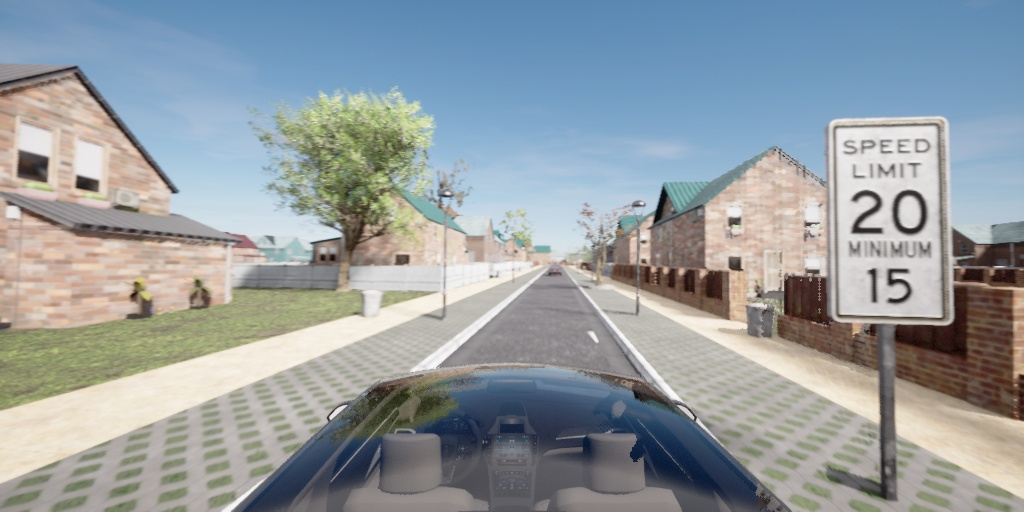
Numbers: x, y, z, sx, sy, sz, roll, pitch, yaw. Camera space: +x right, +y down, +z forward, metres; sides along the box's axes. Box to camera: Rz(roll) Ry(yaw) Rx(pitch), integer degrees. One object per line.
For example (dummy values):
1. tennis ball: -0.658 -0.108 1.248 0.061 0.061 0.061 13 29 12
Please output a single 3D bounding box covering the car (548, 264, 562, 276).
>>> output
1. car: 5.803 1.928 48.391 2.033 1.411 5.357 1 -1 7
